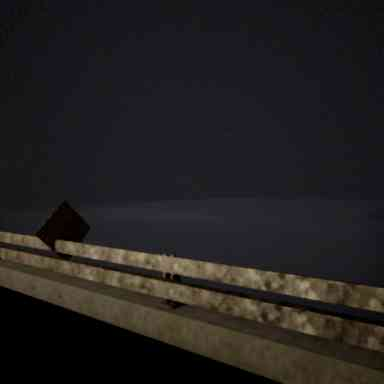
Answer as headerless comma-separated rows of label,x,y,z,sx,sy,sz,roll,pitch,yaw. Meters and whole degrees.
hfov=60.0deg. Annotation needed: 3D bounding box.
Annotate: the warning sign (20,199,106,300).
warning sign,-2.723,1.105,7.098,1.060,1.860,1.300,-1,0,36
